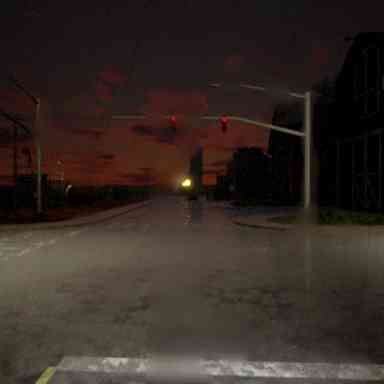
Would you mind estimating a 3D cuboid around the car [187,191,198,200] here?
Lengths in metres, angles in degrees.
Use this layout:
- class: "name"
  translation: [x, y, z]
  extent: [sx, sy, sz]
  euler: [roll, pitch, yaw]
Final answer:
- class: "car"
  translation: [0.157, 0.725, 68.169]
  extent: [2.097, 1.767, 4.553]
  euler: [0, 1, 0]

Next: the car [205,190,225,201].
- class: "car"
  translation: [4.302, 0.584, 60.731]
  extent: [1.905, 1.878, 3.866]
  euler: [-8, 4, -42]

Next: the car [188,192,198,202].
- class: "car"
  translation: [0.176, 0.958, 58.412]
  extent: [2.033, 1.411, 5.357]
  euler: [0, 0, 1]
